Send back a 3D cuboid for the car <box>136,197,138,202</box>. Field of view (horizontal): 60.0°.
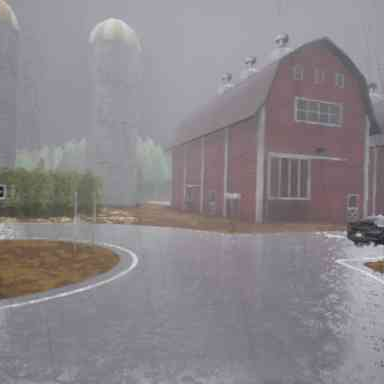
[{"bbox_3d":[-12.205,1.324,67.554,1.994,1.381,4.181,2,0,-21],"label":"car"}]

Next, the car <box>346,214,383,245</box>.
[{"bbox_3d":[9.633,1.817,15.779,5.008,1.535,1.882,2,-1,-25],"label":"car"}]
